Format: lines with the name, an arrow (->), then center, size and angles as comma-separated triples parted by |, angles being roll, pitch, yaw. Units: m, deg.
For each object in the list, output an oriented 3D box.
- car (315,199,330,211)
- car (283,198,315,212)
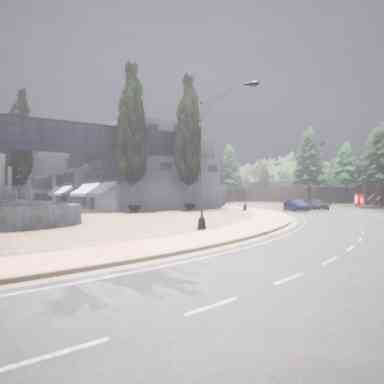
car -> 15.473, 1.608, 41.593 | 1.994, 1.385, 4.181 | 0, 0, -6
car -> 12.184, 1.528, 38.897 | 1.882, 1.535, 5.008 | 0, 0, -3
